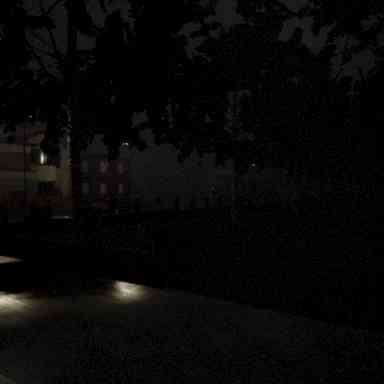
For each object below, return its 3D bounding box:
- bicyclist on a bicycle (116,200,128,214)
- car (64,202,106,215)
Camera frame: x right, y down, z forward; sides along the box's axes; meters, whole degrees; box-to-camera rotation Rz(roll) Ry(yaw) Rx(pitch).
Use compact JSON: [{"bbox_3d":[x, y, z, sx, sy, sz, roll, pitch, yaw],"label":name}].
[{"bbox_3d":[-5.487,1.443,26.389,1.656,1.620,0.582,-1,0,35],"label":"bicyclist on a bicycle"},{"bbox_3d":[-10.688,1.698,33.528,1.994,1.385,4.181,0,0,36],"label":"car"}]
